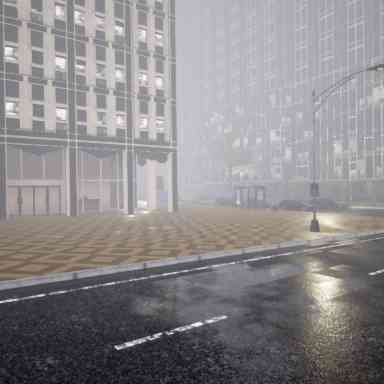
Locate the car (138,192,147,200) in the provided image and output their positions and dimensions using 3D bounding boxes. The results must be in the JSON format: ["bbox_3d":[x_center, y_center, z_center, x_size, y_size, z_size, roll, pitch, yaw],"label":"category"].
[{"bbox_3d":[-11.153,1.039,68.495,2.008,1.369,4.403,0,1,-35],"label":"car"}]

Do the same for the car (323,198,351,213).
[{"bbox_3d":[14.558,1.356,35.655,1.812,1.442,4.674,-1,1,-34],"label":"car"}]

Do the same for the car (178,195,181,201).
[{"bbox_3d":[-4.189,1.092,63.100,2.033,1.411,5.357,-1,1,-34],"label":"car"}]

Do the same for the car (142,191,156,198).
[{"bbox_3d":[-10.688,0.685,82.606,1.967,1.590,4.097,0,1,-34],"label":"car"}]

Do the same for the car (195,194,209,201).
[{"bbox_3d":[2.193,1.042,63.874,1.802,1.307,4.206,0,1,-35],"label":"car"}]

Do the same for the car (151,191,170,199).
[{"bbox_3d":[-7.467,0.614,77.922,2.192,1.841,5.009,0,1,-35],"label":"car"}]

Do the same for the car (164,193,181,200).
[{"bbox_3d":[-4.247,0.935,73.242,1.802,1.307,4.206,0,1,-35],"label":"car"}]

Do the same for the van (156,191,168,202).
[{"bbox_3d":[-4.713,0.936,59.125,1.690,1.788,3.998,0,1,-34],"label":"van"}]

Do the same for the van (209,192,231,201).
[{"bbox_3d":[5.412,0.854,59.188,1.690,1.788,3.998,0,1,-35],"label":"van"}]

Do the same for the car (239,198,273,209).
[{"bbox_3d":[8.074,1.387,40.333,1.802,1.307,4.206,0,1,-34],"label":"car"}]

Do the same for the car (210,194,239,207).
[{"bbox_3d":[4.902,1.319,45.049,1.947,1.339,4.313,0,1,-34],"label":"car"}]

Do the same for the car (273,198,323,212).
[{"bbox_3d":[11.280,1.423,35.637,1.947,1.339,4.313,0,1,-35],"label":"car"}]
